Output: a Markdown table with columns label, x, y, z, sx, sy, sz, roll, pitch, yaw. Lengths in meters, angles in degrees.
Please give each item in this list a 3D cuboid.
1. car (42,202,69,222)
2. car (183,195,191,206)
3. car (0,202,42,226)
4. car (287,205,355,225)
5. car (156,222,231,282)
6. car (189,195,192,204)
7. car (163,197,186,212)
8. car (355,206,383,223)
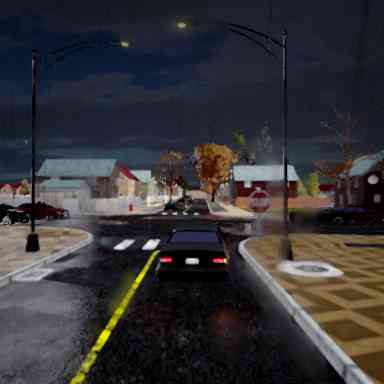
| label | x | y | z | sx | sy | sz | roll | pitch | yaw |
| --- | --- | --- | --- | --- | --- | --- | --- | --- | --- |
| car | -11.809 | 1.512 | 25.566 | 4.674 | 1.442 | 1.812 | 1 | -1 | 8 |
| car | -1.704 | 1.812 | 60.841 | 1.837 | 1.490 | 4.892 | 0 | -1 | 2 |
| car | -13.172 | 1.441 | 22.485 | 4.892 | 1.490 | 1.837 | 1 | -1 | 8 |
| car | 9.797 | 1.848 | 26.126 | 4.718 | 1.301 | 1.895 | 1 | -1 | 8 |
| car | 0.163 | 1.590 | 9.885 | 2.033 | 1.411 | 5.357 | 0 | 0 | 4 |
| car | -1.102 | 1.624 | 76.334 | 2.150 | 2.045 | 5.566 | 0 | 0 | 2 |
| car | -2.417 | 1.747 | 42.831 | 2.033 | 1.411 | 5.357 | 0 | 0 | 4 |
| car | 13.814 | 1.877 | 28.864 | 5.357 | 1.411 | 2.033 | 1 | -1 | 8 |
